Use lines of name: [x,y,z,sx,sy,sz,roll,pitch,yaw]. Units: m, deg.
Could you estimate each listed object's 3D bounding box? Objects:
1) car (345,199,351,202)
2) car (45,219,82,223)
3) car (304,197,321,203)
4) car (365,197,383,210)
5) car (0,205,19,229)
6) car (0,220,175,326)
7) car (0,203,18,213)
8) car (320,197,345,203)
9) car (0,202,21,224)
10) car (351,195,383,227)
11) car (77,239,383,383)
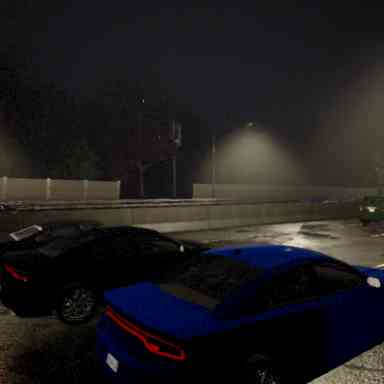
car: [24.136,1.572,46.970,4.181,1.385,1.994,0,0,-35]
car: [-3.382,1.543,9.937,5.357,1.411,2.033,0,0,-36]
car: [19.737,1.483,52.423,5.008,1.535,1.882,0,0,-35]
car: [24.852,1.498,43.201,4.902,1.511,2.128,0,0,-35]
car: [-13.122,1.555,20.429,4.181,1.385,1.994,0,0,-35]
car: [-1.268,1.474,7.144,5.008,1.535,1.882,0,0,-36]
car: [-11.480,1.518,17.287,4.674,1.442,1.812,0,0,-36]
car: [21.710,1.607,49.537,4.718,1.301,1.895,0,0,-35]
car: [-14.943,1.495,23.430,4.892,1.490,1.837,0,0,-36]
car: [13.067,1.214,21.681,5.566,2.045,2.150,0,0,-36]
car: [1.253,1.475,4.641,5.008,1.535,1.882,0,0,-36]
